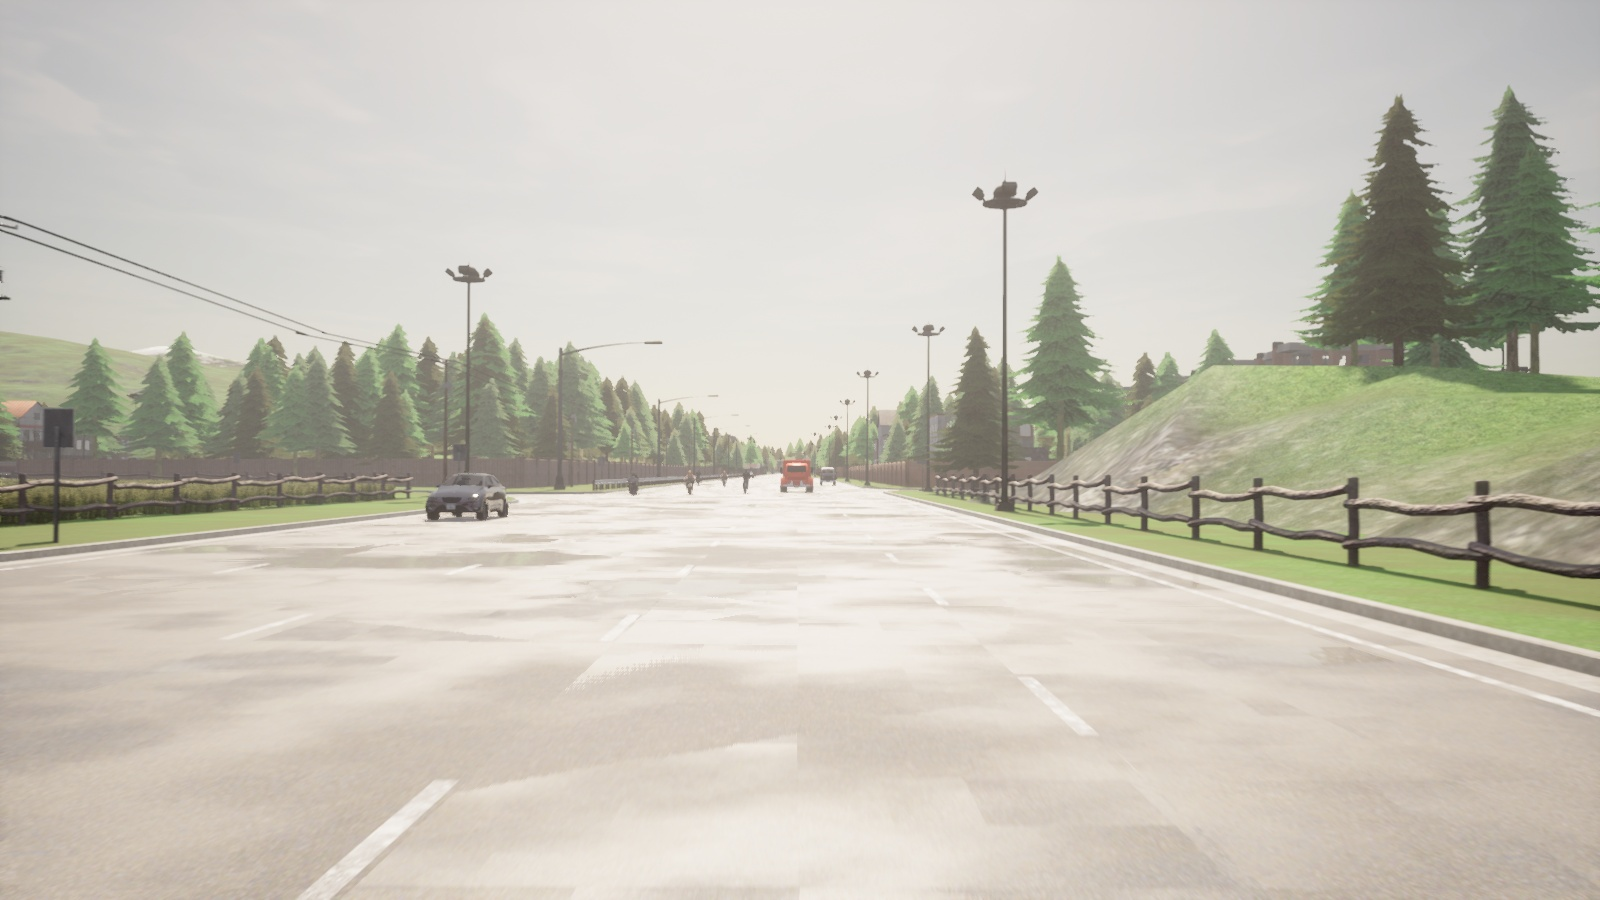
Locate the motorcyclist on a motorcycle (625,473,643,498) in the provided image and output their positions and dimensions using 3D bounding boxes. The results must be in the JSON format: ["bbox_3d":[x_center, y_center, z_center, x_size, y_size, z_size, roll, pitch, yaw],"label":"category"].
[{"bbox_3d":[-10.695,2.278,80.760,0.866,1.530,2.191,0,-1,0],"label":"motorcyclist on a motorcycle"}]

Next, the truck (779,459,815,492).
[{"bbox_3d":[-0.230,1.979,95.740,2.627,2.467,5.204,0,-1,0],"label":"truck"}]

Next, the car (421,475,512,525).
[{"bbox_3d":[-10.597,1.560,40.169,1.816,1.474,4.193,0,-1,0],"label":"car"}]
